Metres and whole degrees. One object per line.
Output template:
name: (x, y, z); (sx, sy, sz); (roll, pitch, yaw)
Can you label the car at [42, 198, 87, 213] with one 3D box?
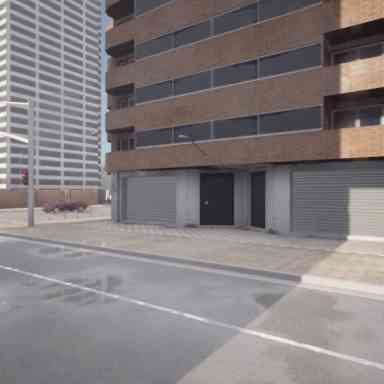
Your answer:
car: (-14.086, 1.485, 36.872); (1.882, 1.535, 5.008); (0, 0, 35)
